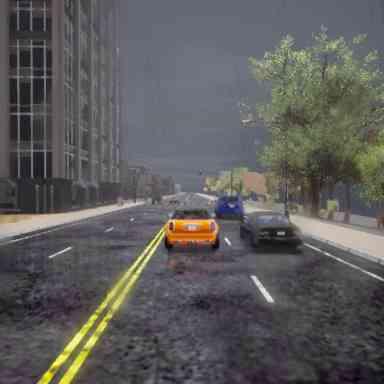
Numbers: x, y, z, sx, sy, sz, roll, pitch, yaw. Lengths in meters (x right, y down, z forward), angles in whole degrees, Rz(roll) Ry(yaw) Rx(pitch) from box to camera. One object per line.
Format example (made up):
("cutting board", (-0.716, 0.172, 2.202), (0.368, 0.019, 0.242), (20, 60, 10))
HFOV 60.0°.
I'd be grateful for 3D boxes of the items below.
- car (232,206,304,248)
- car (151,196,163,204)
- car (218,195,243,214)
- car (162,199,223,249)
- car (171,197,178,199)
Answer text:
("car", (3.250, 1.559, 14.652), (2.033, 1.411, 5.357), (0, 0, 0))
("car", (-6.501, 1.551, 62.625), (1.837, 1.490, 4.892), (0, 0, 0))
("car", (3.250, 1.251, 29.682), (2.150, 2.045, 5.566), (0, 0, 0))
("car", (0.000, 1.361, 14.621), (2.097, 1.767, 4.553), (0, 0, 0))
("car", (-3.250, 1.644, 62.594), (1.895, 1.301, 4.718), (0, 0, 0))
